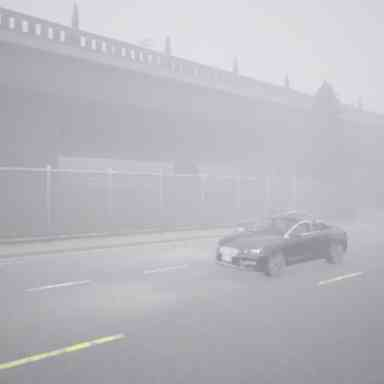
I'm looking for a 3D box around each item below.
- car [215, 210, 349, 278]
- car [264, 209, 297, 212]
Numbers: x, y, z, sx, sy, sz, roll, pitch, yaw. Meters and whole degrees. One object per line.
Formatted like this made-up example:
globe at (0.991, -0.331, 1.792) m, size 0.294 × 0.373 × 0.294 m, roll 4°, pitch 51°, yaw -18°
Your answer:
car at (2.926, 1.530, 10.384) m, size 4.902 × 1.511 × 2.128 m, roll 0°, pitch 0°, yaw -36°
car at (4.101, 1.549, 15.522) m, size 4.902 × 1.511 × 2.128 m, roll 0°, pitch 0°, yaw -36°
